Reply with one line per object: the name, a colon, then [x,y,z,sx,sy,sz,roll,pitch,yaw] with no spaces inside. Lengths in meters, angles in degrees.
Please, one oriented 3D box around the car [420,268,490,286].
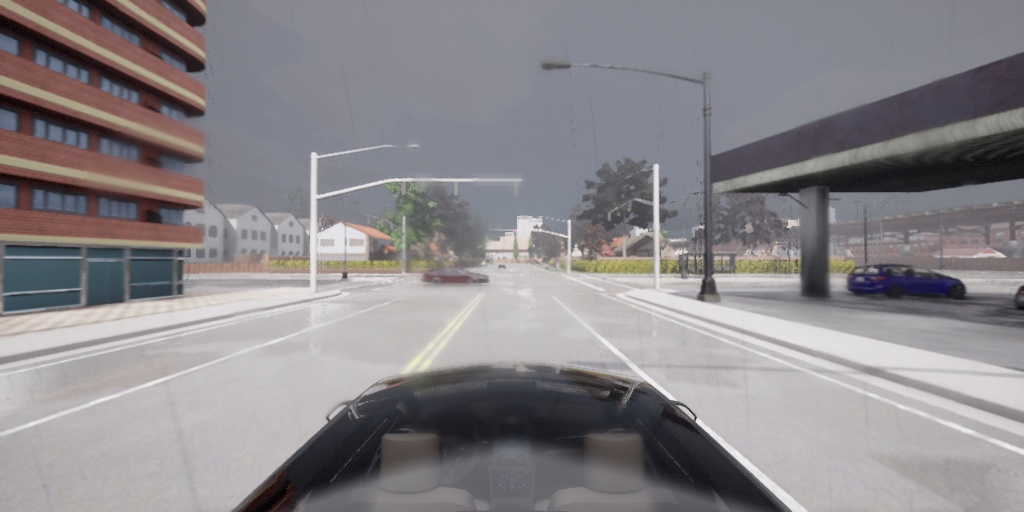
car: [-4.513,1.666,28.705,5.357,1.411,2.033,0,-1,1]
